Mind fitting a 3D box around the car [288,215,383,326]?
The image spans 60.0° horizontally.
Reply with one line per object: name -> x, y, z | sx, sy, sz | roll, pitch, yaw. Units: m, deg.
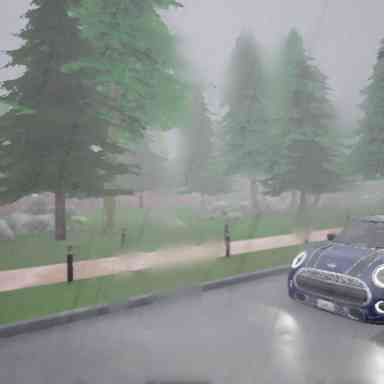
car -> 4.067, 1.295, 6.923 | 4.553, 1.767, 2.097 | -1, 0, -36
